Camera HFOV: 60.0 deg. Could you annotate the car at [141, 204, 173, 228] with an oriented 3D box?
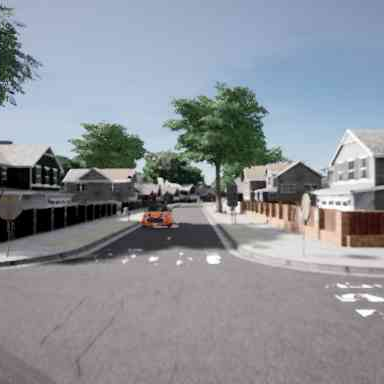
[{"bbox_3d":[-2.587,1.743,25.696,2.097,1.767,4.553,0,-1,0],"label":"car"}]
